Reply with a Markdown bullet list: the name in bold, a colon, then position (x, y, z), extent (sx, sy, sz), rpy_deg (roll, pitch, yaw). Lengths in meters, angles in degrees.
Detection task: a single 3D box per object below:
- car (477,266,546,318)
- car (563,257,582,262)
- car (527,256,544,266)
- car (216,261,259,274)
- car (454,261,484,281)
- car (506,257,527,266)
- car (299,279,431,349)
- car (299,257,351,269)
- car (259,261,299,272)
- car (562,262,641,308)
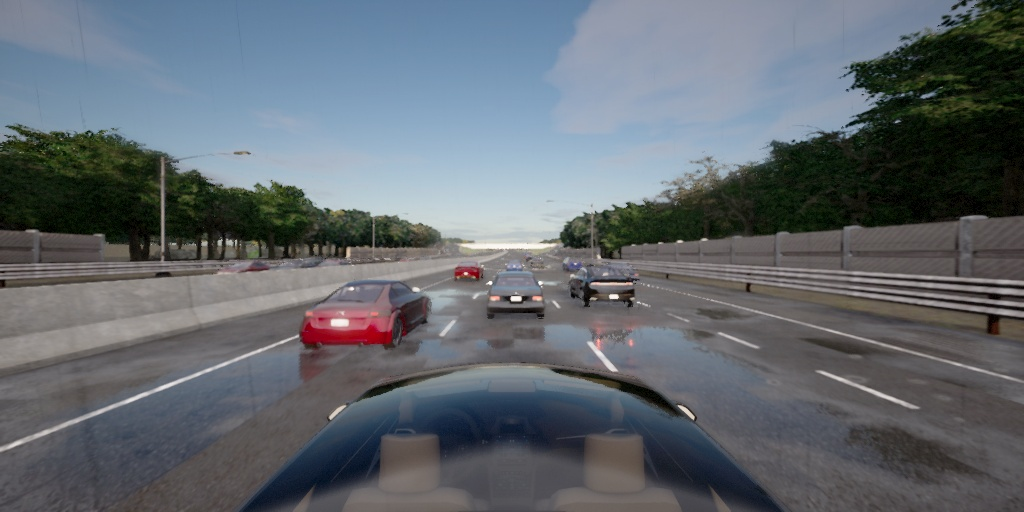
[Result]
- **car**: position (0.120, 1.243, 12.620), extent (2.033, 1.411, 5.357), rpy_deg (0, 0, 0)
- **car**: position (7.303, 0.926, 43.188), extent (2.097, 1.767, 4.553), rpy_deg (0, 0, 1)
- **car**: position (3.830, 1.015, 55.573), extent (2.128, 1.511, 4.902), rpy_deg (0, 0, 1)
- **car**: position (-21.003, 1.156, 28.475), extent (1.812, 1.442, 4.674), rpy_deg (0, 0, 0)
- **car**: position (-3.309, 1.109, 28.312), extent (1.882, 1.535, 5.008), rpy_deg (0, 0, 0)
- **car**: position (0.272, 1.136, 39.748), extent (2.033, 1.411, 5.357), rpy_deg (0, 0, 0)
- **car**: position (-3.388, 1.276, 9.072), extent (1.994, 1.385, 4.181), rpy_deg (0, 0, 0)
- **car**: position (-14.007, 1.110, 27.992), extent (1.882, 1.535, 5.008), rpy_deg (0, 0, 0)
- **car**: position (-17.500, 1.120, 29.001), extent (2.128, 1.511, 4.902), rpy_deg (0, 0, 0)
- **car**: position (3.526, 1.177, 14.785), extent (2.128, 1.511, 4.902), rpy_deg (0, 0, 0)
